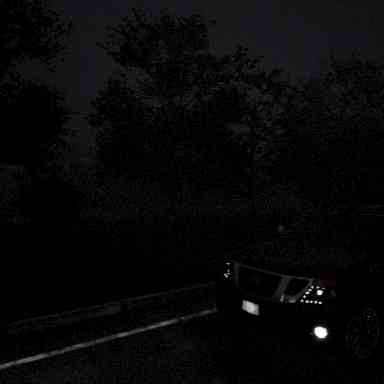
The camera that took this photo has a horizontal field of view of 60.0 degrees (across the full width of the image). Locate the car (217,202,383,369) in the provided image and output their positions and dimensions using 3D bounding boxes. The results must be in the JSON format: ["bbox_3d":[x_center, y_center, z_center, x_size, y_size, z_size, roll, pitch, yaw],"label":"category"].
[{"bbox_3d":[3.054,1.222,6.100,5.566,2.045,2.150,0,0,-35],"label":"car"}]
